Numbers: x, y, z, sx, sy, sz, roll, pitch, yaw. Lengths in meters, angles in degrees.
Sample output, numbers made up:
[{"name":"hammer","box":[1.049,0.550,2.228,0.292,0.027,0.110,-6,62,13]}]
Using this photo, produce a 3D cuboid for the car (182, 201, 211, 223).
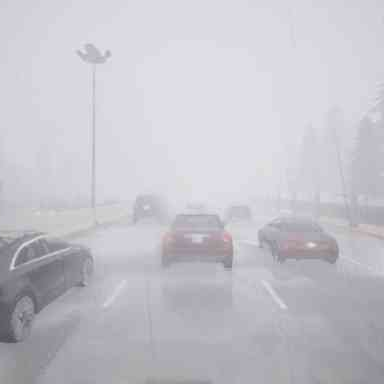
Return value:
[{"name":"car","box":[0.337,1.524,26.888,2.128,1.511,4.902,0,0,1]}]

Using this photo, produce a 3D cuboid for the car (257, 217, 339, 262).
[{"name":"car","box":[3.694,1.599,12.235,1.994,1.385,4.181,0,0,1]}]

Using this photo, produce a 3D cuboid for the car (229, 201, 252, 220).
[{"name":"car","box":[3.856,1.531,28.429,1.882,1.535,5.008,0,0,1]}]

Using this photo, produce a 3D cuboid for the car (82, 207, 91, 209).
[{"name":"car","box":[-13.682,1.321,41.777,2.097,1.767,4.553,0,0,1]}]

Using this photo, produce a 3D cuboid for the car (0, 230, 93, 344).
[{"name":"car","box":[-3.391,1.481,6.381,2.128,1.511,4.902,0,0,1]}]

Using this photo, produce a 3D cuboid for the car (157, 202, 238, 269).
[{"name":"car","box":[0.182,1.367,11.426,2.097,1.767,4.553,0,0,1]}]

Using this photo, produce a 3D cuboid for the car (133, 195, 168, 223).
[{"name":"car","box":[-3.172,1.232,25.981,2.150,2.045,5.566,0,0,1]}]

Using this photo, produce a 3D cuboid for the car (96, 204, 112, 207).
[{"name":"car","box":[-10.202,1.589,40.634,1.895,1.301,4.718,0,0,1]}]
